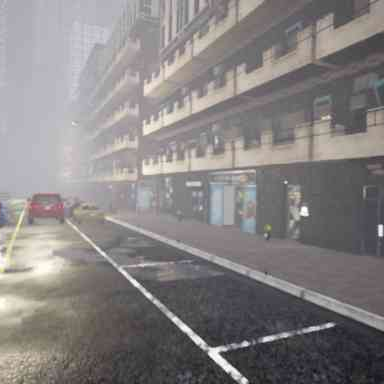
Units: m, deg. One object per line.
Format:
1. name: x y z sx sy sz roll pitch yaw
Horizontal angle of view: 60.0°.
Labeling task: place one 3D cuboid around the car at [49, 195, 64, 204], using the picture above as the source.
1. car: -21.611 1.125 53.038 1.947 1.339 4.313 0 0 -26

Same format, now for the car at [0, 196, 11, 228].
1. car: -12.152 1.245 19.988 1.882 1.535 5.008 1 0 -25

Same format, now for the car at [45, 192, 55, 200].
1. car: -31.298 0.810 73.242 1.967 1.590 4.097 0 0 -26

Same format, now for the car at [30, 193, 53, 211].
1. car: -16.476 1.021 36.309 2.097 1.767 4.553 1 0 -25

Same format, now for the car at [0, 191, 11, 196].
1. car: -34.022 0.898 59.542 2.008 1.369 4.403 0 0 -26

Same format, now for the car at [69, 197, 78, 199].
1. car: -9.501 1.363 27.782 1.947 1.339 4.313 0 0 -26

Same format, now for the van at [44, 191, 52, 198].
1. van: -36.142 0.617 83.344 1.690 1.788 3.998 0 0 -26

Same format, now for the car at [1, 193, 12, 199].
1. car: -38.866 0.835 69.645 1.802 1.307 4.206 0 0 -26

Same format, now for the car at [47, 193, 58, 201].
1. car: -26.528 0.988 63.294 1.752 1.417 4.829 0 0 -26

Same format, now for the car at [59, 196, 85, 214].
1. car: -11.923 1.190 32.832 1.967 1.590 4.097 0 0 -26

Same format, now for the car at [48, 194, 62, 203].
1. car: -24.033 1.063 58.090 2.008 1.369 4.403 0 0 -26

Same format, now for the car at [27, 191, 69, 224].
1. car: -9.998 1.021 22.809 2.150 2.045 5.566 1 0 -25

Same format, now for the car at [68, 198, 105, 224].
1. car: -7.152 1.369 22.884 1.752 1.417 4.829 0 0 -26
